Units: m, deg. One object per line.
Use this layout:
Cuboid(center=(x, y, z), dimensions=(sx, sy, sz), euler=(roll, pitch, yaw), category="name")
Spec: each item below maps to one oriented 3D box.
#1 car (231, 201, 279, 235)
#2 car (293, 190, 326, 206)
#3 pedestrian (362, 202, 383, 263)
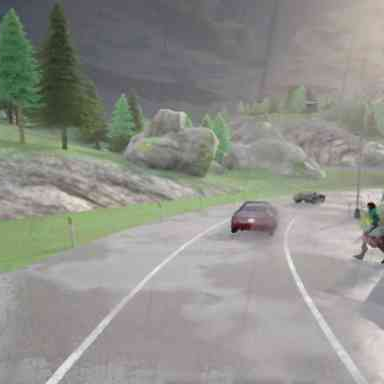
Cuboid(center=(3.166, 1.131, 16.205), dimensions=(1.994, 1.385, 4.181), euler=(2, 3, 17), category="car")
Cuboid(center=(11.483, 0.502, 32.148), dimensions=(1.895, 1.301, 4.718), euler=(5, 5, 36), category="car")
Cuboid(center=(5.314, 1.143, 9.758), dimensions=(0.375, 1.860, 0.375), euler=(-3, 6, 13), category="pedestrian")
